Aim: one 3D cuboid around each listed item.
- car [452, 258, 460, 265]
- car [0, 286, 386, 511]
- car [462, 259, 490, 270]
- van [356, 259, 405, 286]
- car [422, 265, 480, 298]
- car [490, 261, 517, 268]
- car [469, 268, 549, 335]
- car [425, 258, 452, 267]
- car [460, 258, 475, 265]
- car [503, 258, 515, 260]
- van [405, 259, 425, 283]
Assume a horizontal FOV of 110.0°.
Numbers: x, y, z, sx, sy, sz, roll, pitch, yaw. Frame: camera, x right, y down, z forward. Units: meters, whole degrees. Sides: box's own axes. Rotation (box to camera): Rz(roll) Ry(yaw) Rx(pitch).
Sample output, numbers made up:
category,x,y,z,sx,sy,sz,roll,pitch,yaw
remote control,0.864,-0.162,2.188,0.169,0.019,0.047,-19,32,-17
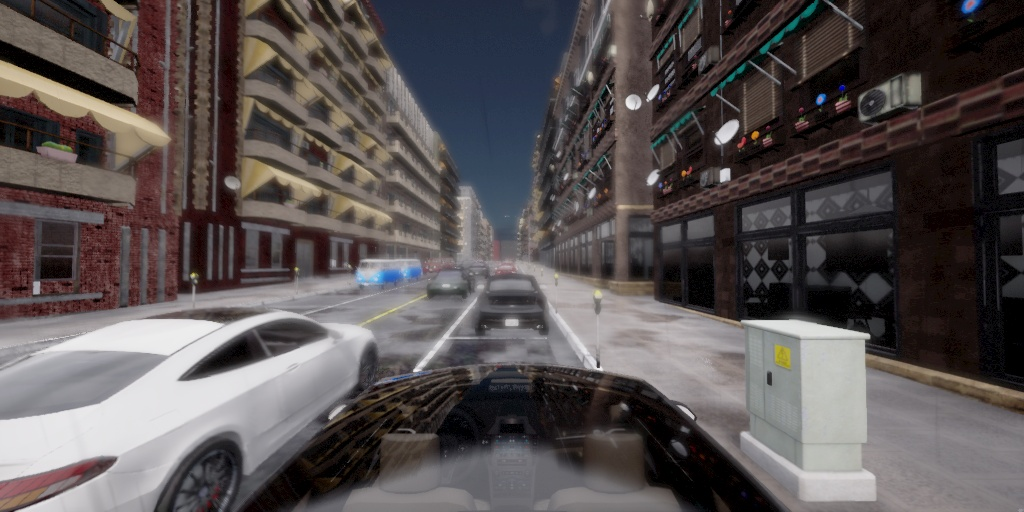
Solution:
category,x,y,z,sx,sy,sz,roll,pitch,yaw
car,-8.335,1.128,44.724,2.192,1.841,5.009,0,0,0
car,-3.021,1.276,3.794,1.812,1.442,4.674,0,0,0
car,-3.001,1.280,33.555,2.128,1.511,4.902,0,0,0
van,-8.335,1.108,22.603,1.690,1.789,3.998,0,0,0
car,-3.004,1.327,18.453,1.994,1.385,4.181,0,0,1
car,-0.453,1.322,28.072,1.888,1.381,4.507,0,0,0
car,0.000,1.259,10.503,1.837,1.490,4.892,0,0,0
car,-8.335,1.115,39.194,2.192,1.841,5.009,0,0,0
car,-5.790,1.325,46.609,1.837,1.490,4.892,0,-1,0
car,-0.445,1.240,39.134,1.967,1.591,4.097,0,0,0
van,-8.335,1.118,28.134,1.690,1.789,3.998,0,0,0
